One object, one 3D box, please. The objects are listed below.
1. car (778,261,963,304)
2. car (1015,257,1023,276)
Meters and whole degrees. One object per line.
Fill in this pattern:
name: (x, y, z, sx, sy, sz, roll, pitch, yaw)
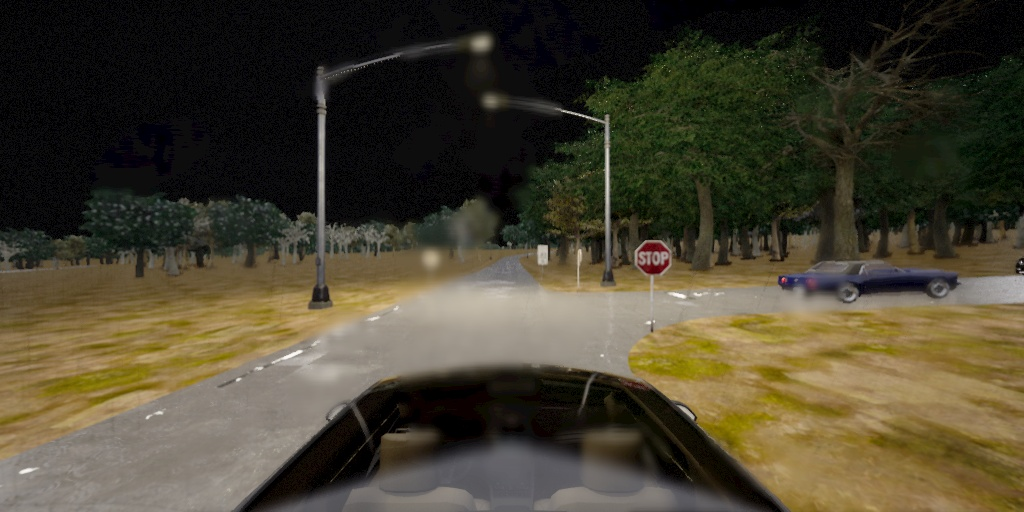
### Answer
car: (12.150, 0.822, 12.346, 4.718, 1.301, 1.895, -3, 0, 1)
car: (24.689, 0.157, 15.232, 4.902, 1.511, 2.128, -3, 0, 1)
